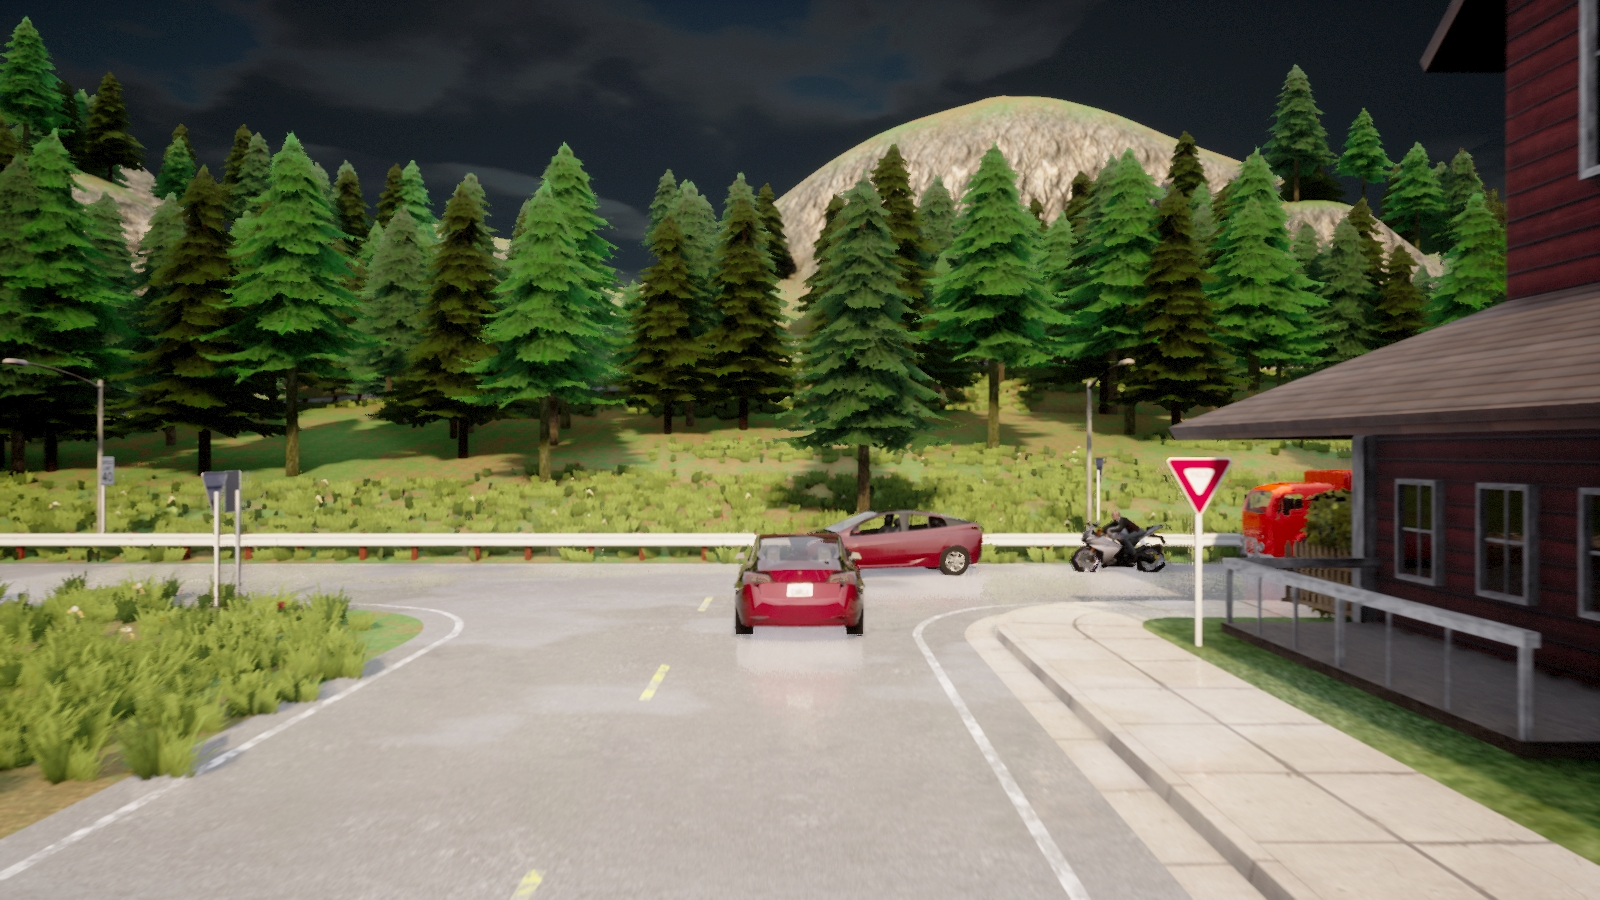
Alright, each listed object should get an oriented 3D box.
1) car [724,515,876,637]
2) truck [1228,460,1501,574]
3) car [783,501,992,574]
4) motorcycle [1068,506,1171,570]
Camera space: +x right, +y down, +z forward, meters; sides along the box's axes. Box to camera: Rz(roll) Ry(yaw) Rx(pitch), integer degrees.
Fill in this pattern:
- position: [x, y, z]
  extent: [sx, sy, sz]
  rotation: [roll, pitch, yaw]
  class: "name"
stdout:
- position: [-0.023, 1.934, 18.699]
  extent: [2.163, 1.488, 4.792]
  rotation: [0, 0, -1]
  class: "car"
- position: [13.422, 1.546, 27.474]
  extent: [5.204, 2.467, 2.627]
  rotation: [-2, 0, 0]
  class: "truck"
- position: [2.011, 2.016, 26.855]
  extent: [4.514, 1.525, 2.007]
  rotation: [0, -1, -12]
  class: "car"
- position: [7.657, 2.101, 27.463]
  extent: [2.209, 1.460, 0.867]
  rotation: [0, 0, 0]
  class: "motorcycle"
